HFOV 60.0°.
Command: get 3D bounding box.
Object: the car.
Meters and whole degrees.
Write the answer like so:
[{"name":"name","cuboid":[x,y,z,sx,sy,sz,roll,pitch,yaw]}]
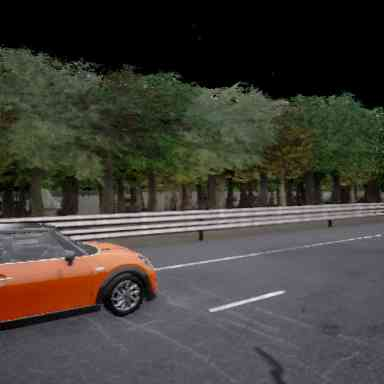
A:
[{"name":"car","cuboid":[-2.915,1.344,5.969,4.553,1.767,2.097,0,0,-35]}]
